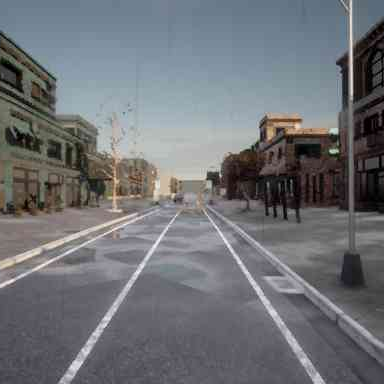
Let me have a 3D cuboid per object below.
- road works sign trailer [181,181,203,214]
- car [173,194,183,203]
[{"bbox_3d":[0.000,0.514,35.403,2.380,3.560,2.880,0,0,0],"label":"road works sign trailer"},{"bbox_3d":[-3.000,1.464,75.894,2.150,2.045,5.566,0,0,0],"label":"car"}]
